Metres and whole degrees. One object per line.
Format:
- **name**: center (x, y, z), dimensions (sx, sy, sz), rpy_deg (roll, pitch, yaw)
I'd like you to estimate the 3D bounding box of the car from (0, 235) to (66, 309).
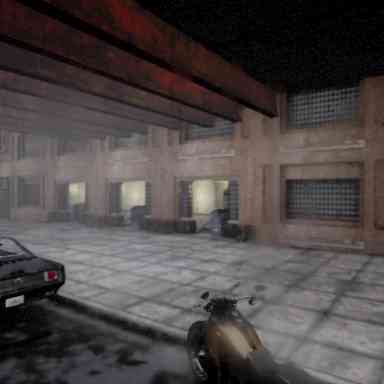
- **car**: center (-4.817, 1.561, 6.944), dimensions (4.718, 1.301, 1.895), rpy_deg (0, 0, 35)
